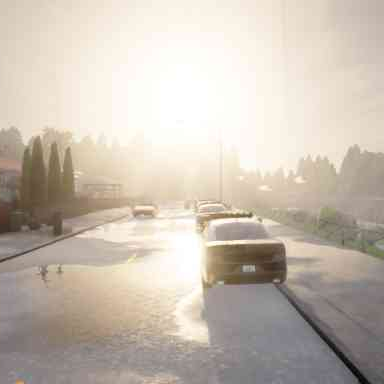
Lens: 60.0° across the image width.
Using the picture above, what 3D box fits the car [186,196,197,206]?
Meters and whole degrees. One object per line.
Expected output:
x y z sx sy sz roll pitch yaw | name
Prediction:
-0.063 1.505 57.588 1.837 1.490 4.892 0 0 0 | car

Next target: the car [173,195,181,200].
-4.102 1.564 91.284 1.994 1.385 4.181 0 0 0 | car

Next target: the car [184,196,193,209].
-0.015 1.564 45.227 1.994 1.385 4.181 0 0 0 | car

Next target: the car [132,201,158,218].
-4.134 1.547 30.313 2.033 1.411 5.357 0 0 0 | car

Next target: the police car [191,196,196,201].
1.118 1.375 25.338 1.930 1.638 5.238 -4 0 0 | police car

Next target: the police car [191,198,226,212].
1.122 1.375 19.346 1.930 1.638 5.238 -4 0 0 | police car

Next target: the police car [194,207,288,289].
1.150 1.401 9.354 1.930 1.638 5.238 -2 -1 0 | police car
